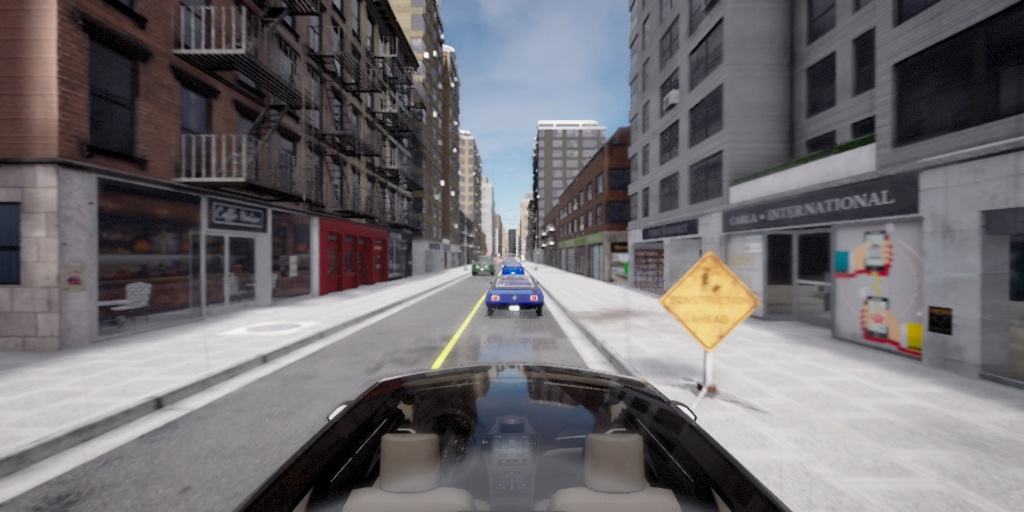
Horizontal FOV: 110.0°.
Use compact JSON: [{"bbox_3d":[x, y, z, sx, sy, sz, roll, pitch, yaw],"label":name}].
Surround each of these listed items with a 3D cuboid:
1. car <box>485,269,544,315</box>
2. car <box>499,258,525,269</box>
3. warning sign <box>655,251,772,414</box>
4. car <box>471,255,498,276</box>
[{"bbox_3d":[0.092,1.351,13.476,1.895,1.301,4.718,0,0,0],"label":"car"},{"bbox_3d":[0.095,1.231,31.695,1.882,1.535,5.008,0,0,0],"label":"car"},{"bbox_3d":[2.517,0.865,4.621,1.300,1.860,1.060,0,0,0],"label":"warning sign"},{"bbox_3d":[-2.848,0.979,36.771,2.150,2.045,5.566,0,0,0],"label":"car"}]
